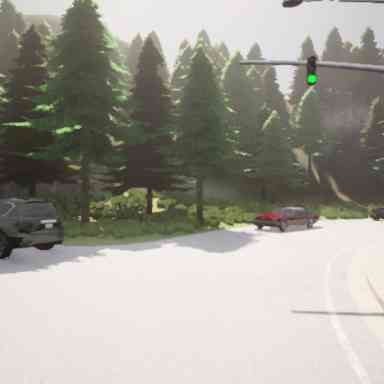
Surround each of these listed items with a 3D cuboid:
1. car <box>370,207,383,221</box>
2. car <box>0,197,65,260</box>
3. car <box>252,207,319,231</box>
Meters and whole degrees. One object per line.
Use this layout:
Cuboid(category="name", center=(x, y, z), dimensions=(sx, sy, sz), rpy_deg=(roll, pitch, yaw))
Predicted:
Cuboid(category="car", center=(16.575, 1.528, 26.346), dimensions=(5.008, 1.535, 1.882), rpy_deg=(0, 0, -14))
Cuboid(category="car", center=(-7.360, 1.196, 12.433), dimensions=(5.566, 2.045, 2.150), rpy_deg=(1, 0, 23))
Cuboid(category="car", center=(5.861, 1.621, 20.697), dimensions=(4.718, 1.301, 1.895), rpy_deg=(0, 0, -40))
